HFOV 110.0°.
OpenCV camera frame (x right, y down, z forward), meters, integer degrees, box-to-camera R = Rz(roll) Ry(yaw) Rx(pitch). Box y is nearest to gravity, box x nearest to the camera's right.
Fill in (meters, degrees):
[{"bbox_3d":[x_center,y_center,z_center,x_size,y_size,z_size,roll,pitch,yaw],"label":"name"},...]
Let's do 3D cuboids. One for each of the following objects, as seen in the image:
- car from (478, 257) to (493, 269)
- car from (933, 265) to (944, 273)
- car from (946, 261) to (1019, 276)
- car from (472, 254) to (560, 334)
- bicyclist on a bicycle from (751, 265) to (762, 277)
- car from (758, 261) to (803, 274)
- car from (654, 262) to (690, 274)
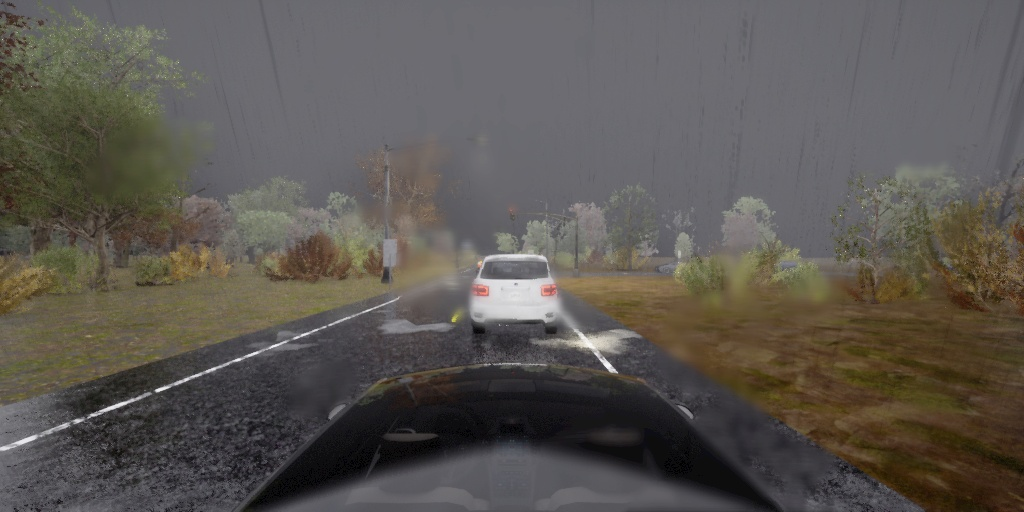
[{"bbox_3d":[-4.220,1.104,57.571,2.097,1.767,4.553,0,0,-2],"label":"car"},{"bbox_3d":[50.420,1.264,40.125,5.008,1.535,1.882,0,0,5],"label":"car"},{"bbox_3d":[49.064,1.279,37.129,4.902,1.511,2.128,0,0,5],"label":"car"},{"bbox_3d":[0.086,0.971,10.753,2.150,2.045,5.566,0,0,0],"label":"car"},{"bbox_3d":[24.009,1.223,35.244,0.582,1.620,1.656,0,0,1],"label":"bicyclist on a bicycle"},{"bbox_3d":[30.944,1.296,41.345,4.674,1.442,1.812,0,0,2],"label":"car"},{"bbox_3d":[18.791,1.327,41.627,4.181,1.385,1.994,0,0,1],"label":"car"}]
